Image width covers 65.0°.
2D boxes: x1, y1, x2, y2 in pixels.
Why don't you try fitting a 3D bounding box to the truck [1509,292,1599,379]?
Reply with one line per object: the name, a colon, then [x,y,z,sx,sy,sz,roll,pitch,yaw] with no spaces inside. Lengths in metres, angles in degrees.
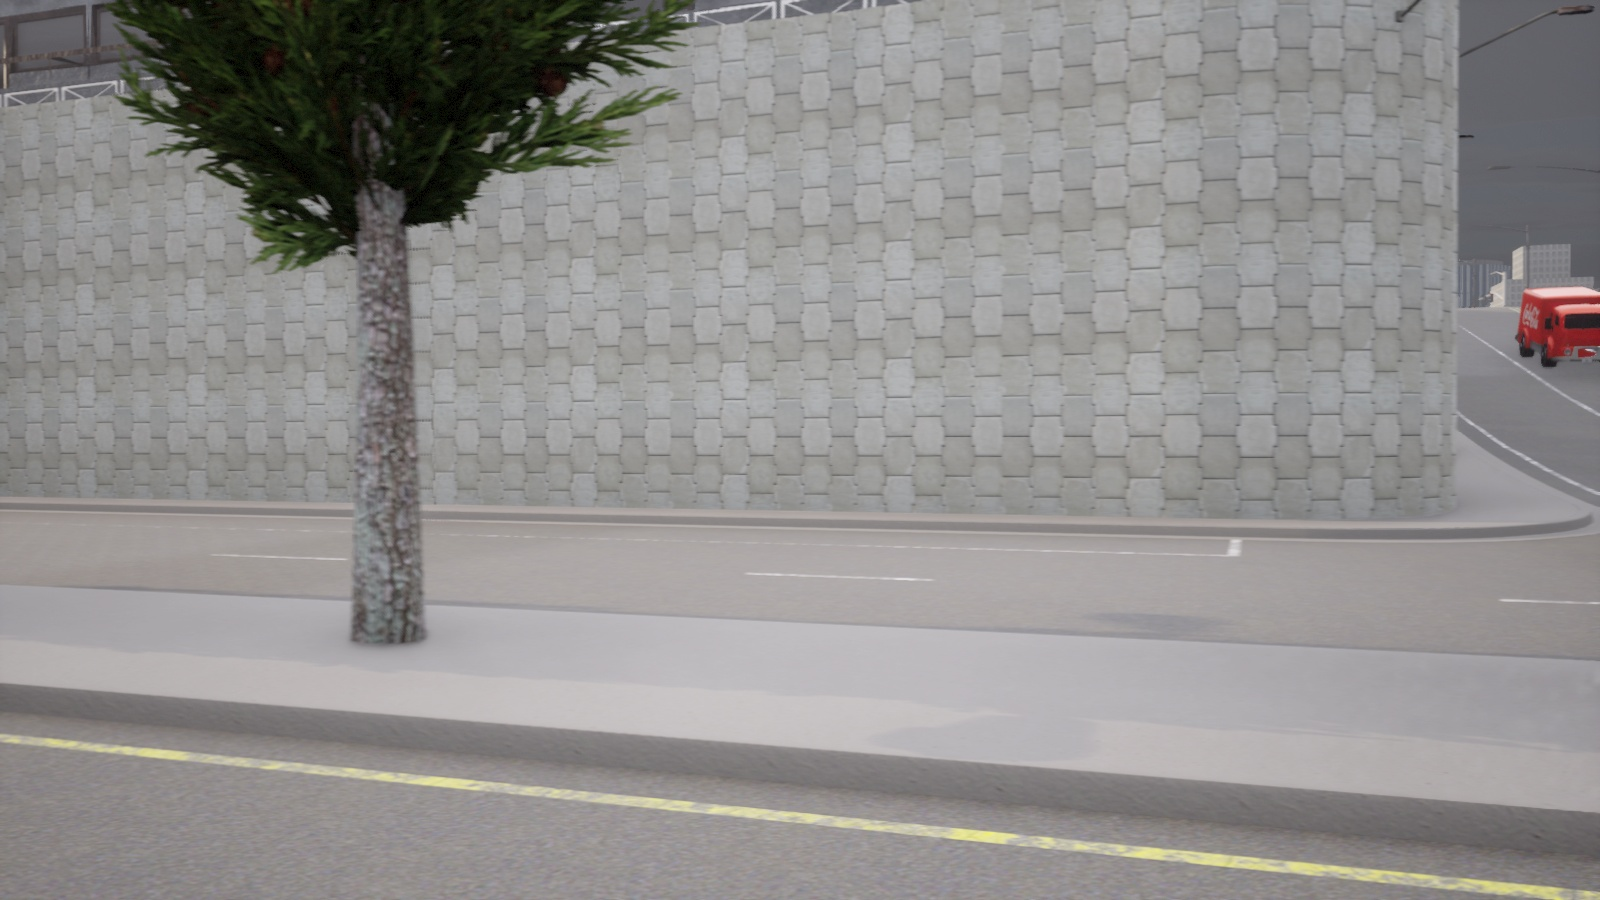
truck: [27.969,-4.253,45.831,2.627,2.467,5.204,1,12,19]
